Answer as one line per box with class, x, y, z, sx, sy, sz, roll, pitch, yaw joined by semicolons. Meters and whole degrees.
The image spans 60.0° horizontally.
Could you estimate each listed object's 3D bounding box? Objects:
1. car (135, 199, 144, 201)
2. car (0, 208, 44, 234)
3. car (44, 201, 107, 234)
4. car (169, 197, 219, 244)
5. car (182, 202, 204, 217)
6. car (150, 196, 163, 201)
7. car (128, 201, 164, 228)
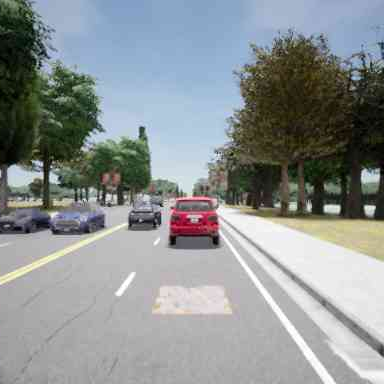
car;-9.760;2.085;61.454;2.128;1.511;4.902;0;-1;1
car;-9.842;1.633;19.689;1.994;1.385;4.181;0;0;0
car;-6.592;1.422;19.735;2.097;1.767;4.553;0;0;0
car;0.105;1.270;16.222;2.150;2.045;5.566;0;0;0
car;0.097;1.746;34.659;2.033;1.411;5.357;0;-1;0
car;-6.505;1.817;61.366;2.150;2.045;5.566;0;-1;1
car;-3.144;1.585;22.936;2.128;1.511;4.902;0;0;0
